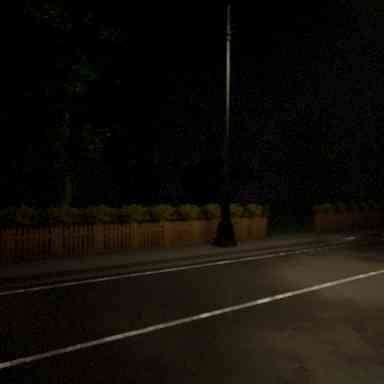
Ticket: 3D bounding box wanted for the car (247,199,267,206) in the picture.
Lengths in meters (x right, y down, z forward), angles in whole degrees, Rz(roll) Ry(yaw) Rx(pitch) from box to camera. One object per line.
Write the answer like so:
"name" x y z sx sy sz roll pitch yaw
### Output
"car" 11.287 2.003 56.633 1.812 1.442 4.674 1 0 -35
